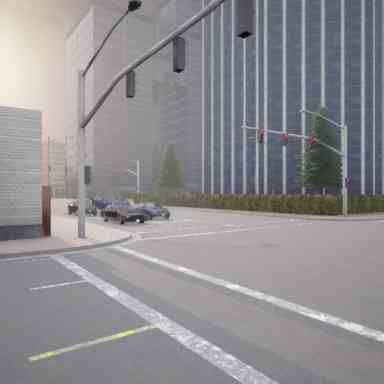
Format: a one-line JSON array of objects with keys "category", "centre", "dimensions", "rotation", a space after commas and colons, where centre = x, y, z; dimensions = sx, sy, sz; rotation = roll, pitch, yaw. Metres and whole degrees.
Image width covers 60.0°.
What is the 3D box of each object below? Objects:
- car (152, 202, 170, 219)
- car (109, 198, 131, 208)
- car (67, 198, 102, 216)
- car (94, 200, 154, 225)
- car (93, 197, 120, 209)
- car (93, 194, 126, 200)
[{"category": "car", "centre": [-3.711, 1.581, 29.045], "dimensions": [1.812, 1.442, 4.674], "rotation": [0, 0, -36]}, {"category": "car", "centre": [-11.274, 1.619, 51.872], "dimensions": [1.994, 1.385, 4.181], "rotation": [0, 0, -36]}, {"category": "car", "centre": [-10.975, 1.560, 33.141], "dimensions": [1.837, 1.490, 4.892], "rotation": [0, 0, -36]}, {"category": "car", "centre": [-5.305, 1.603, 25.232], "dimensions": [2.033, 1.411, 5.357], "rotation": [0, 0, -36]}, {"category": "car", "centre": [-12.203, 1.547, 47.167], "dimensions": [2.128, 1.511, 4.902], "rotation": [0, 0, -36]}, {"category": "car", "centre": [-9.374, 1.277, 36.917], "dimensions": [2.150, 2.045, 5.566], "rotation": [0, 0, -36]}]
